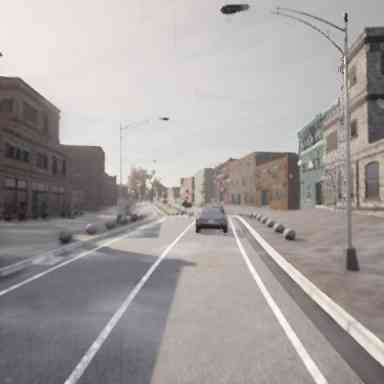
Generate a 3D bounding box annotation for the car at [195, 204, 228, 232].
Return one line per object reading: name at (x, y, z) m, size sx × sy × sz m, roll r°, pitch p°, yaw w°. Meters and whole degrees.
car at (1.299, 1.728, 21.515) m, size 1.994 × 1.385 × 4.181 m, roll 0°, pitch -1°, yaw 5°

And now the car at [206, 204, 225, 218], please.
car at (2.762, 2.184, 38.916) m, size 2.128 × 1.511 × 4.902 m, roll 0°, pitch -3°, yaw 4°
